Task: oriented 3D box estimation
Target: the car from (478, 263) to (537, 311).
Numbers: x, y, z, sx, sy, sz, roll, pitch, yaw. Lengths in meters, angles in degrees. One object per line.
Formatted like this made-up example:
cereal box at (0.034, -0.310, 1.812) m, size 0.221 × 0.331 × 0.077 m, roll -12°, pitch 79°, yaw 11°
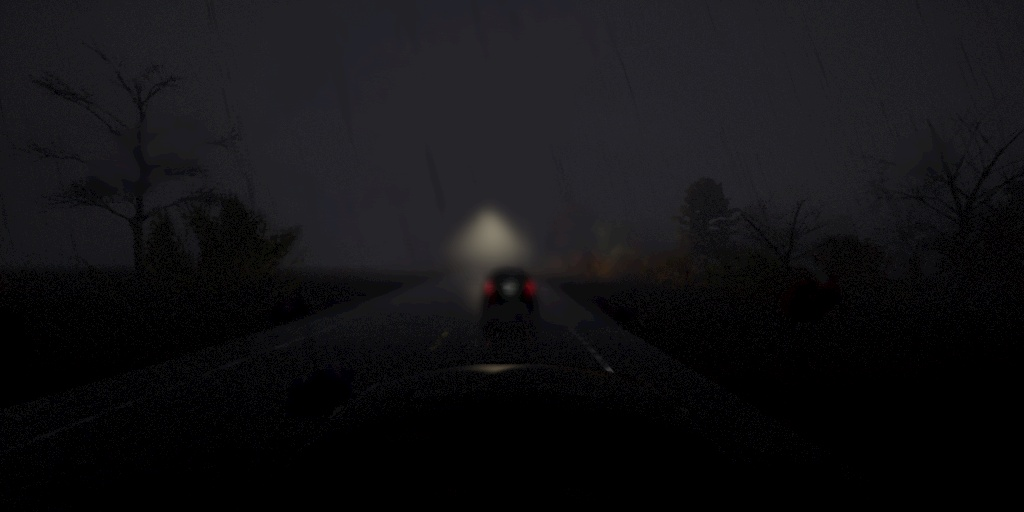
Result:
car at (-0.113, 1.240, 15.331) m, size 2.097 × 1.767 × 4.553 m, roll 0°, pitch -1°, yaw -1°
